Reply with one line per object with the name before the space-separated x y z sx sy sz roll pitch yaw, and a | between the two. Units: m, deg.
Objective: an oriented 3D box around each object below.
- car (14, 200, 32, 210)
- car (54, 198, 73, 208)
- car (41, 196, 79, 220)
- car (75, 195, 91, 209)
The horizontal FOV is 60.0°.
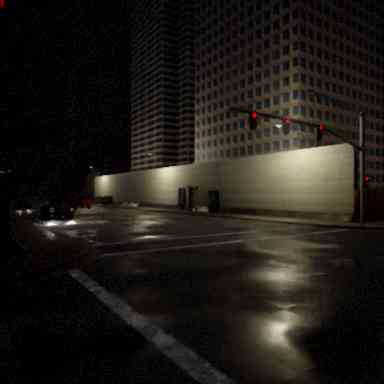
car | -24.695 1.818 48.520 2.033 1.411 5.357 0 0 -34
car | -22.262 1.823 57.435 2.128 1.511 4.902 0 0 -34
car | -11.942 1.499 29.461 2.097 1.767 4.553 0 -1 -34
car | -16.464 1.498 48.953 2.150 2.045 5.566 0 0 -32
